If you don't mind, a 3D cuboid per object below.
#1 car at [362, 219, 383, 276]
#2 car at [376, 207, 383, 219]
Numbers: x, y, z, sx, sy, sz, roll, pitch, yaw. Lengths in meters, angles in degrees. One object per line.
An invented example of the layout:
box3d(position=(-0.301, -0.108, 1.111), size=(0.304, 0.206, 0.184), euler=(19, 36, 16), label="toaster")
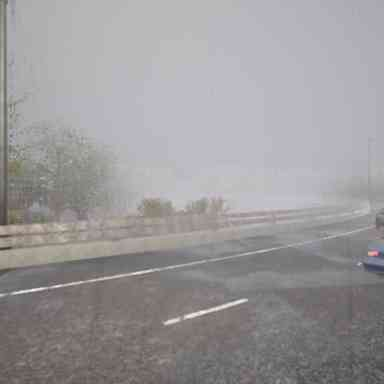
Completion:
box3d(position=(6.706, 1.579, 9.419), size=(5.357, 1.411, 2.033), euler=(0, 0, -42), label="car")
box3d(position=(12.759, 1.559, 20.458), size=(2.128, 1.511, 4.902), euler=(0, 0, 42), label="car")
